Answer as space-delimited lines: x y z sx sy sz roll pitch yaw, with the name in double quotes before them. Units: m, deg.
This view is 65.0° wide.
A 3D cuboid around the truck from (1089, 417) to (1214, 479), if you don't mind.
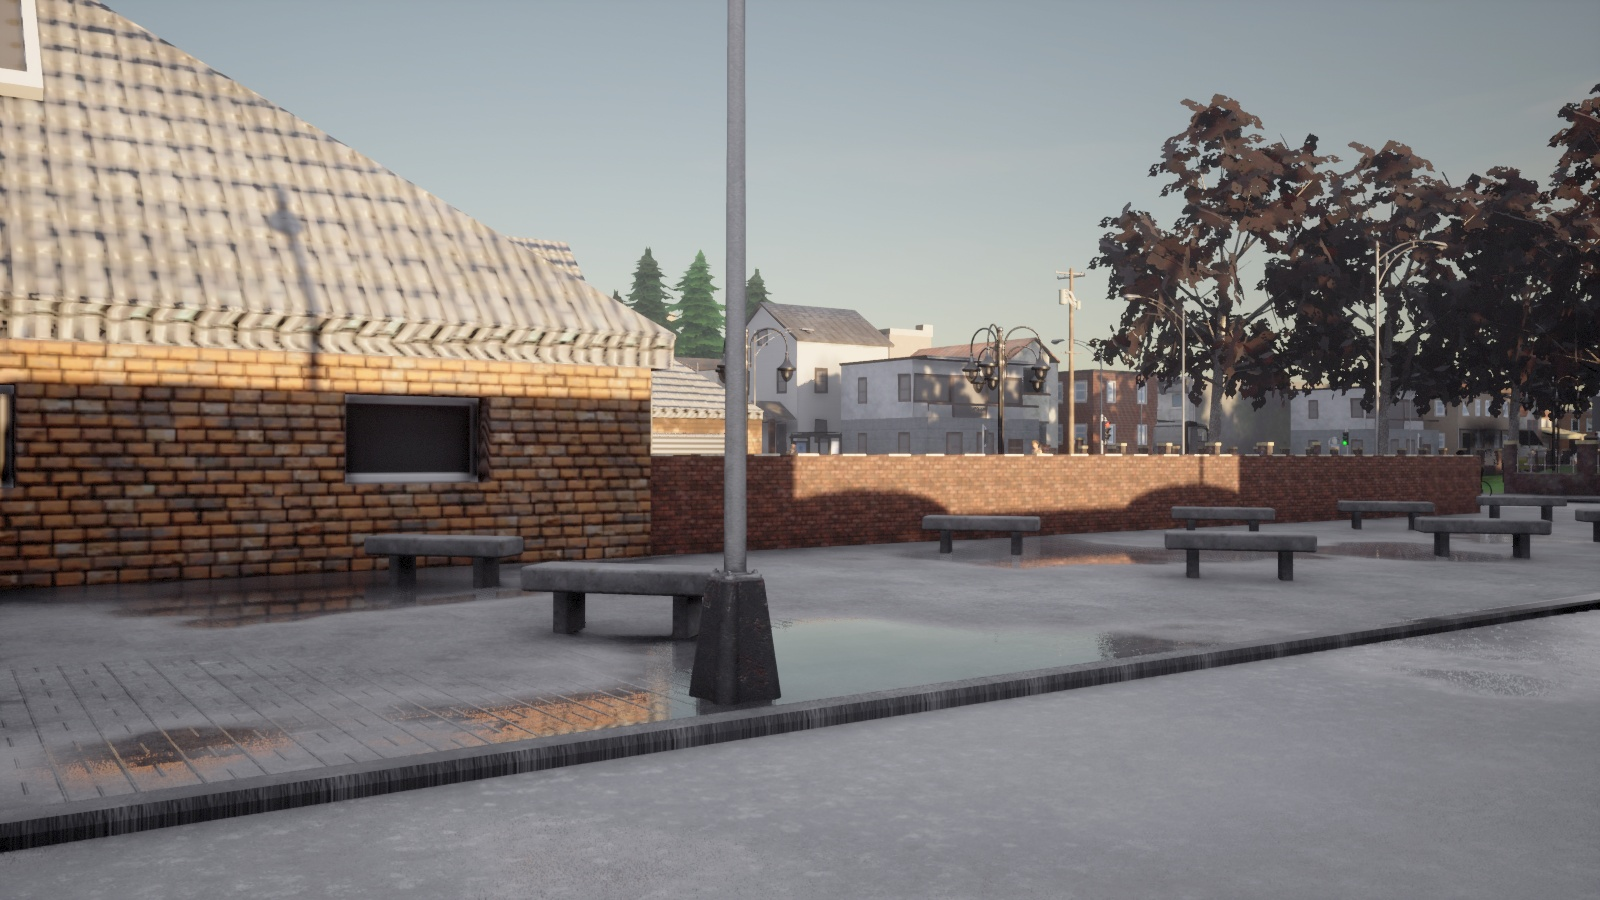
"truck" 20.808 -0.100 74.047 7.936 3.462 2.891 0 0 -37
